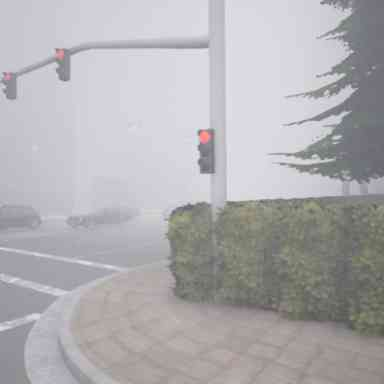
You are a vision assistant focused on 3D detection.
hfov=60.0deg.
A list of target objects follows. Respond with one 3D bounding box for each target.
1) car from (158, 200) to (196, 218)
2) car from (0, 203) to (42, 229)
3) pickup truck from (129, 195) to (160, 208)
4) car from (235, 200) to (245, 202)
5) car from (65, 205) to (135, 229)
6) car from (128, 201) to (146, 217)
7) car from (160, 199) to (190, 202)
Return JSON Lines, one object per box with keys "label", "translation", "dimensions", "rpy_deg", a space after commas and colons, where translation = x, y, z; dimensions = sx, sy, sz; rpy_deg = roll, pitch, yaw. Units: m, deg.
{"label": "car", "translation": [-0.817, 1.780, 32.277], "dimensions": [1.812, 1.442, 4.674], "rpy_deg": [-1, -1, 35]}
{"label": "car", "translation": [-12.486, 1.653, 21.949], "dimensions": [2.097, 1.767, 4.553], "rpy_deg": [-1, -1, 37]}
{"label": "pickup truck", "translation": [-7.382, 1.533, 51.679], "dimensions": [6.274, 2.098, 2.390], "rpy_deg": [0, 0, -24]}
{"label": "car", "translation": [6.085, 1.759, 42.057], "dimensions": [1.837, 1.490, 4.892], "rpy_deg": [-1, 0, 36]}
{"label": "car", "translation": [-6.670, 1.855, 23.975], "dimensions": [1.895, 1.301, 4.718], "rpy_deg": [-1, -1, 35]}
{"label": "car", "translation": [-6.962, 1.848, 29.645], "dimensions": [2.033, 1.411, 5.357], "rpy_deg": [-1, -1, 35]}
{"label": "car", "translation": [-1.085, 1.653, 37.989], "dimensions": [2.097, 1.767, 4.553], "rpy_deg": [-1, 0, 35]}
